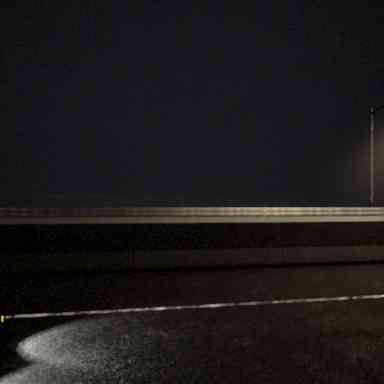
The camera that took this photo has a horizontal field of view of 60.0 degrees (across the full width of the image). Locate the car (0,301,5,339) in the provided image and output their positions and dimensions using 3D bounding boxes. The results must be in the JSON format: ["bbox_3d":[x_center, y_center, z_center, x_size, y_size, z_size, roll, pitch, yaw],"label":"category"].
[{"bbox_3d":[-4.656,1.571,3.968,4.181,1.385,1.994,1,-1,-11],"label":"car"}]
